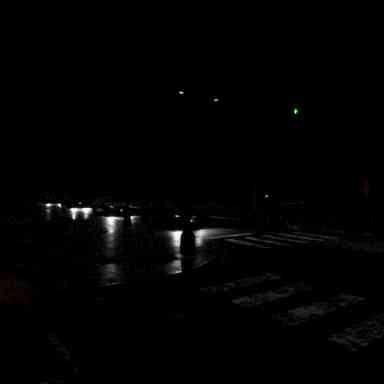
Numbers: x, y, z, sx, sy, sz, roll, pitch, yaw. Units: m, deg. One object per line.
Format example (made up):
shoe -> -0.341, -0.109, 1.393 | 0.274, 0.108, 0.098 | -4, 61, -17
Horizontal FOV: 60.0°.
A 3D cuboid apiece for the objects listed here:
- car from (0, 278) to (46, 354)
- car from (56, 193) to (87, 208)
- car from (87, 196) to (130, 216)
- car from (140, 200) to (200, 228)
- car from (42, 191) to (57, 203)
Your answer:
car -> -4.263, 1.525, 3.620 | 4.829, 1.417, 1.752 | 0, 0, -35
car -> -12.431, 0.921, 35.078 | 1.994, 1.385, 4.181 | 0, 1, -36
car -> -6.669, 1.060, 27.030 | 1.812, 1.442, 4.674 | 0, 1, -35
car -> -1.454, 1.227, 19.741 | 1.812, 1.442, 4.674 | 0, 1, -37
car -> -18.403, 0.683, 43.569 | 1.837, 1.490, 4.892 | 0, 1, -32
